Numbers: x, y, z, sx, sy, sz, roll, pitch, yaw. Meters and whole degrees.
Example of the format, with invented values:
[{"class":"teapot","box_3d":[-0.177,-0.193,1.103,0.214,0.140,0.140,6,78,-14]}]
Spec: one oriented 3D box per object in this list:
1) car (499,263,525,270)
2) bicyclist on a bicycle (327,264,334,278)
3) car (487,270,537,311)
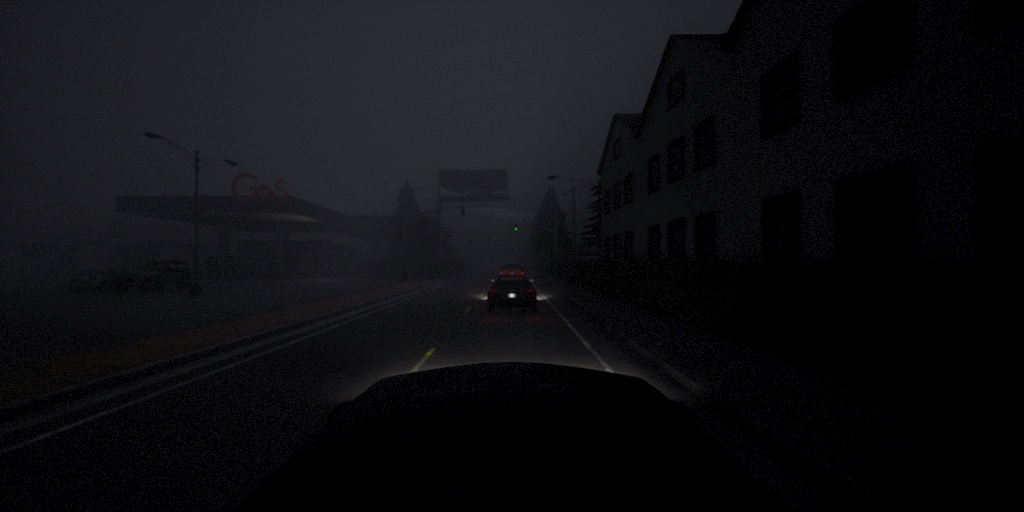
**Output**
[{"class":"car","box_3d":[0.000,1.407,30.264,2.097,1.767,4.553,0,-1,0]},{"class":"bicyclist on a bicycle","box_3d":[-21.788,1.839,43.138,0.582,1.620,1.656,0,0,0]},{"class":"car","box_3d":[0.013,1.461,15.343,1.994,1.385,4.181,0,-1,0]}]
